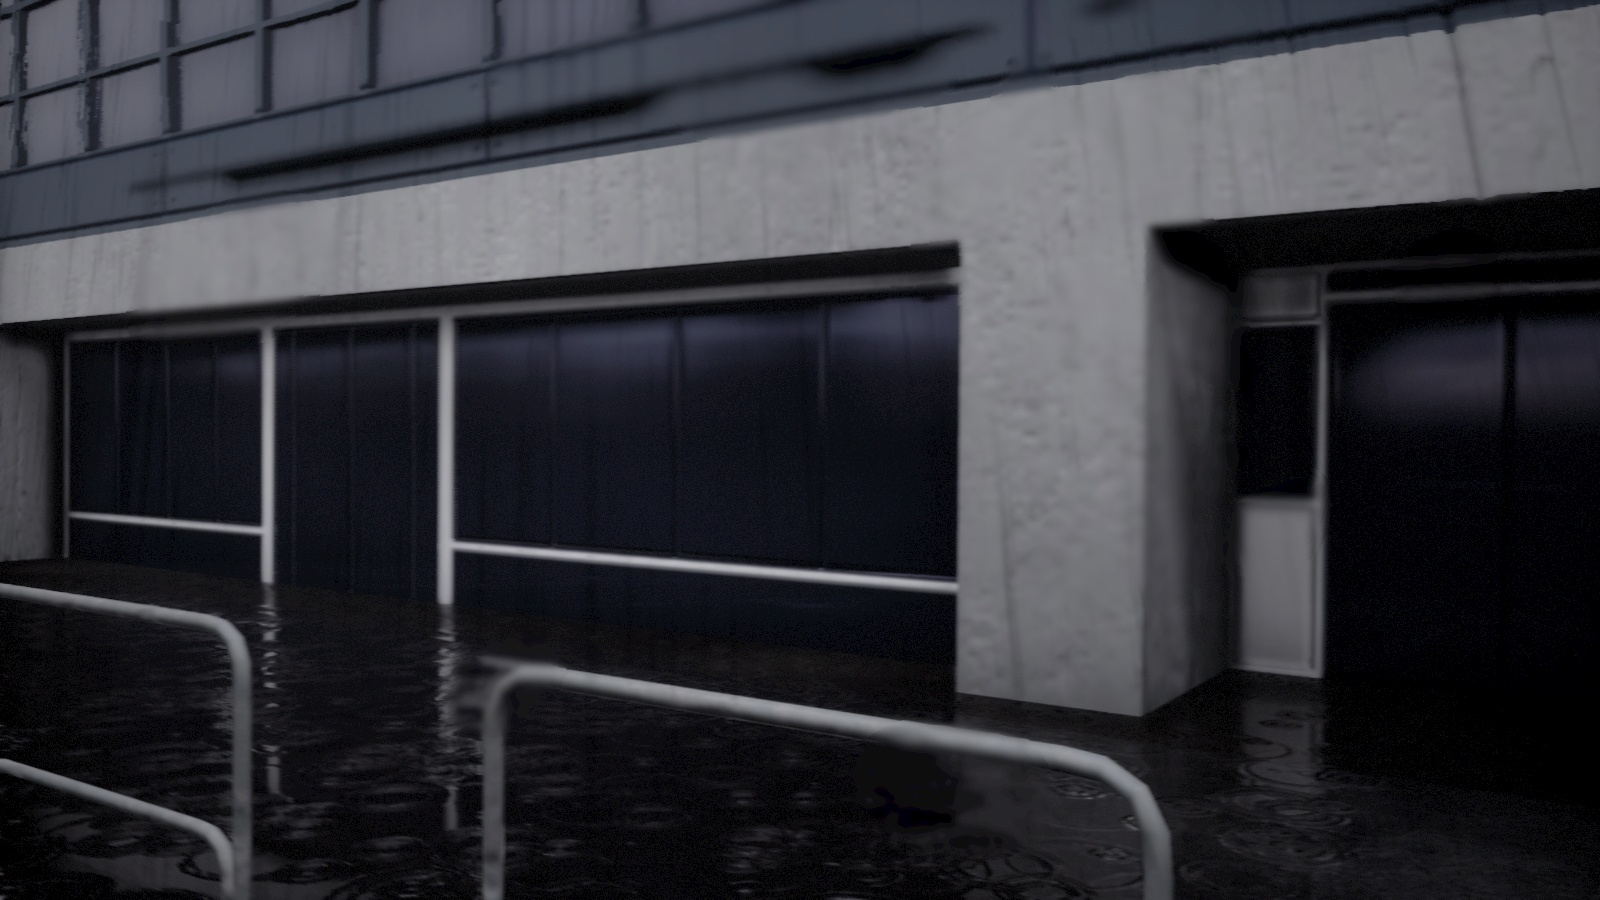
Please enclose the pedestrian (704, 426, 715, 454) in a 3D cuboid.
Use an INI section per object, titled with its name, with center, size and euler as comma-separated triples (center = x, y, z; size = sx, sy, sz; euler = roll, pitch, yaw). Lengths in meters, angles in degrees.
[pedestrian]
center = -5.923, -0.631, 82.538
size = 0.354, 1.836, 0.706
euler = 0, 1, 32
